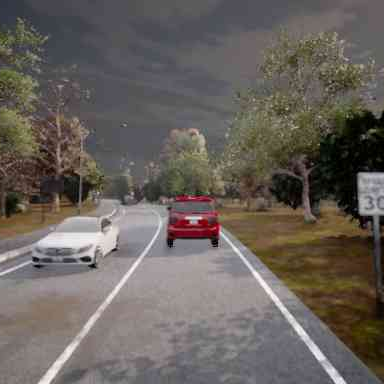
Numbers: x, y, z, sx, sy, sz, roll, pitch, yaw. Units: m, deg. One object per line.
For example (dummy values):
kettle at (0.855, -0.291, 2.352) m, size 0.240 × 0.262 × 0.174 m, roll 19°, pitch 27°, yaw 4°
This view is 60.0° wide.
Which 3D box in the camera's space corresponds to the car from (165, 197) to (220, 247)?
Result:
car at (-0.010, 1.247, 15.399) m, size 2.150 × 2.045 × 5.566 m, roll 0°, pitch 0°, yaw -2°

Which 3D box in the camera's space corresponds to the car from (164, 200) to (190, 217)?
car at (-1.646, 1.609, 33.876) m, size 2.033 × 1.411 × 5.357 m, roll 1°, pitch 0°, yaw -9°

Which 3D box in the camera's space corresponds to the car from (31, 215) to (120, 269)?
car at (-3.666, 1.538, 11.325) m, size 1.812 × 1.442 × 4.674 m, roll 0°, pitch 0°, yaw -1°

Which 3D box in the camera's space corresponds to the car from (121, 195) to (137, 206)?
car at (-10.112, 1.314, 53.489) m, size 2.097 × 1.767 × 4.553 m, roll 2°, pitch 0°, yaw -18°
